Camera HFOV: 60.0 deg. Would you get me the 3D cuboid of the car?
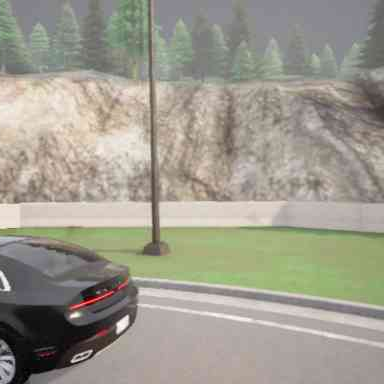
[{"bbox_3d":[-3.195,1.420,4.801,4.892,1.490,1.837,-1,0,16],"label":"car"}]
